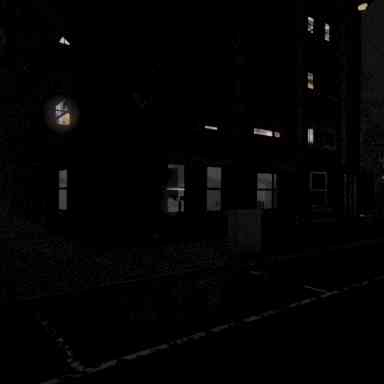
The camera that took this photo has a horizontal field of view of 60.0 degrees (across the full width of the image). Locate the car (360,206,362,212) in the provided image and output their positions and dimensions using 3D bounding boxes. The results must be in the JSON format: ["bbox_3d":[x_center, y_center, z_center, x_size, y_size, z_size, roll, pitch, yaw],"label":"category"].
[{"bbox_3d":[13.191,1.256,31.808,2.033,1.411,5.357,0,1,-37],"label":"car"}]
